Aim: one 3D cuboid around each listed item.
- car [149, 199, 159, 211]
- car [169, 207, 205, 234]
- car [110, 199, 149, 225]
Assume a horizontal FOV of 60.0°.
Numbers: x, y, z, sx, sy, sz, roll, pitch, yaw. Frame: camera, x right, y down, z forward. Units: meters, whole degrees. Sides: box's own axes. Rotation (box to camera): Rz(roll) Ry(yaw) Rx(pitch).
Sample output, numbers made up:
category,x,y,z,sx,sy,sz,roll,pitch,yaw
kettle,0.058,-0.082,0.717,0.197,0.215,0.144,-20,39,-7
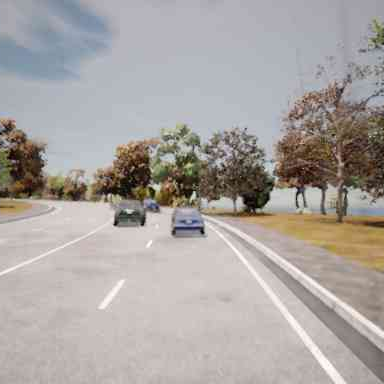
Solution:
category,x,y,z,sx,sy,sz,roll,pitch,yaw
car,-5.429,1.620,41.591,1.812,1.442,4.674,1,-1,-22
car,-0.351,1.578,19.535,2.033,1.411,5.357,0,0,-4
car,-4.402,1.376,24.124,2.097,1.767,4.553,0,0,-7
